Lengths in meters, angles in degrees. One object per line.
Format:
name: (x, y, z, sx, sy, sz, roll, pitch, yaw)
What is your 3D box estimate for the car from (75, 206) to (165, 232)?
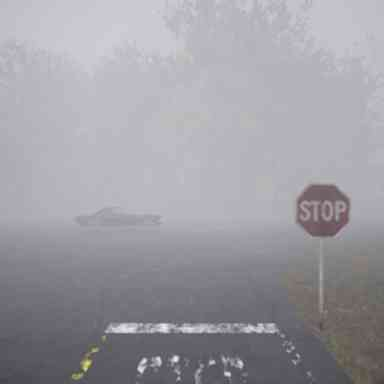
car: (-3.907, 1.465, 18.668, 4.718, 1.301, 1.895, 0, 0, 0)
